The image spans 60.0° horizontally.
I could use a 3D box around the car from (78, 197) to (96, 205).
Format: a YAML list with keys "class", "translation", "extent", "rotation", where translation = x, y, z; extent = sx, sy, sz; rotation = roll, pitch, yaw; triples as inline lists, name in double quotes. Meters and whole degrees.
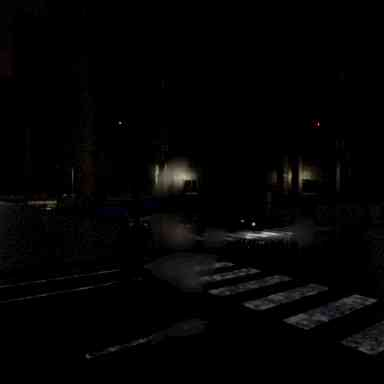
- class: "car"
  translation: [-18.162, 1.570, 57.438]
  extent: [1.802, 1.307, 4.206]
  rotation: [0, 0, -36]

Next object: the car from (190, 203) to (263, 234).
- class: "car"
  translation: [2.084, 1.551, 19.456]
  extent: [1.994, 1.385, 4.181]
  rotation: [0, 0, -38]

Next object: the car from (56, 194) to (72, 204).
- class: "car"
  translation: [-22.317, 1.527, 58.497]
  extent: [2.033, 1.411, 5.357]
  rotation: [0, 0, -36]

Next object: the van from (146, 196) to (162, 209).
- class: "van"
  translation: [-4.945, 1.332, 38.971]
  extent: [1.690, 1.788, 3.998]
  rotation: [0, 0, -36]

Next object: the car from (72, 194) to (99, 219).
- class: "car"
  translation: [-8.572, 1.284, 29.391]
  extent: [2.192, 1.841, 5.009]
  rotation: [0, 0, -36]

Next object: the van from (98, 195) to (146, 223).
- class: "van"
  translation: [-5.268, 1.314, 24.774]
  extent: [1.690, 1.788, 3.998]
  rotation: [0, 0, -36]

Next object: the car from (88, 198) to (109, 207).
- class: "car"
  translation: [-14.858, 1.570, 52.820]
  extent: [1.802, 1.307, 4.206]
  rotation: [0, 0, -36]

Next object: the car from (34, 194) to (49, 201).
- class: "car"
  translation: [-37.987, 1.304, 85.140]
  extent: [2.192, 1.841, 5.009]
  rotation: [0, 0, -36]

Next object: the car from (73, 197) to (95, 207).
- class: "car"
  translation: [-16.311, 1.505, 50.192]
  extent: [1.812, 1.442, 4.674]
  rotation: [0, 0, -35]

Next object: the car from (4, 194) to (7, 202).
- class: "car"
  translation: [-38.211, 1.489, 70.804]
  extent: [1.752, 1.417, 4.829]
  rotation: [0, 0, -36]

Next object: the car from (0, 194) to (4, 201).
- class: "car"
  translation: [-41.614, 1.529, 75.559]
  extent: [1.947, 1.339, 4.313]
  rotation: [0, 0, -36]

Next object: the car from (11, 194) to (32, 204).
- class: "car"
  translation: [-31.702, 1.514, 61.708]
  extent: [2.008, 1.369, 4.403]
  rotation: [0, 0, -36]

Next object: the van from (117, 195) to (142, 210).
- class: "van"
  translation: [-8.249, 1.330, 43.587]
  extent: [1.690, 1.788, 3.998]
  rotation: [0, 0, -36]

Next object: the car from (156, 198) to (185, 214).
- class: "car"
  translation: [-1.641, 1.577, 34.353]
  extent: [1.802, 1.307, 4.206]
  rotation: [0, 0, -36]

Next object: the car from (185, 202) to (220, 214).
- class: "car"
  translation: [1.663, 1.549, 29.736]
  extent: [2.008, 1.369, 4.403]
  rotation: [0, 0, -36]

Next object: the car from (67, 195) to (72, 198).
- class: "car"
  translation: [-13.300, 1.449, 40.596]
  extent: [1.882, 1.535, 5.008]
  rotation: [0, 0, -36]

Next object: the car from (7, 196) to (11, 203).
- class: "car"
  translation: [-35.005, 1.403, 66.325]
  extent: [1.967, 1.590, 4.097]
  rotation: [0, 0, -36]

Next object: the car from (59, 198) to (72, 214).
- class: "car"
  translation: [-11.877, 1.548, 34.007]
  extent: [1.802, 1.307, 4.206]
  rotation: [0, 0, -36]

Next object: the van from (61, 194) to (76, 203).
- class: "van"
  translation: [-24.770, 1.329, 66.672]
  extent: [1.690, 1.788, 3.998]
  rotation: [0, 0, -36]

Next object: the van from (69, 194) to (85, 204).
- class: "van"
  translation: [-21.466, 1.329, 62.055]
  extent: [1.690, 1.788, 3.998]
  rotation: [0, 0, -36]

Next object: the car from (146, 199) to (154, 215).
- class: "car"
  translation: [-5.891, 1.525, 30.228]
  extent: [2.033, 1.411, 5.357]
  rotation: [0, 0, -36]
